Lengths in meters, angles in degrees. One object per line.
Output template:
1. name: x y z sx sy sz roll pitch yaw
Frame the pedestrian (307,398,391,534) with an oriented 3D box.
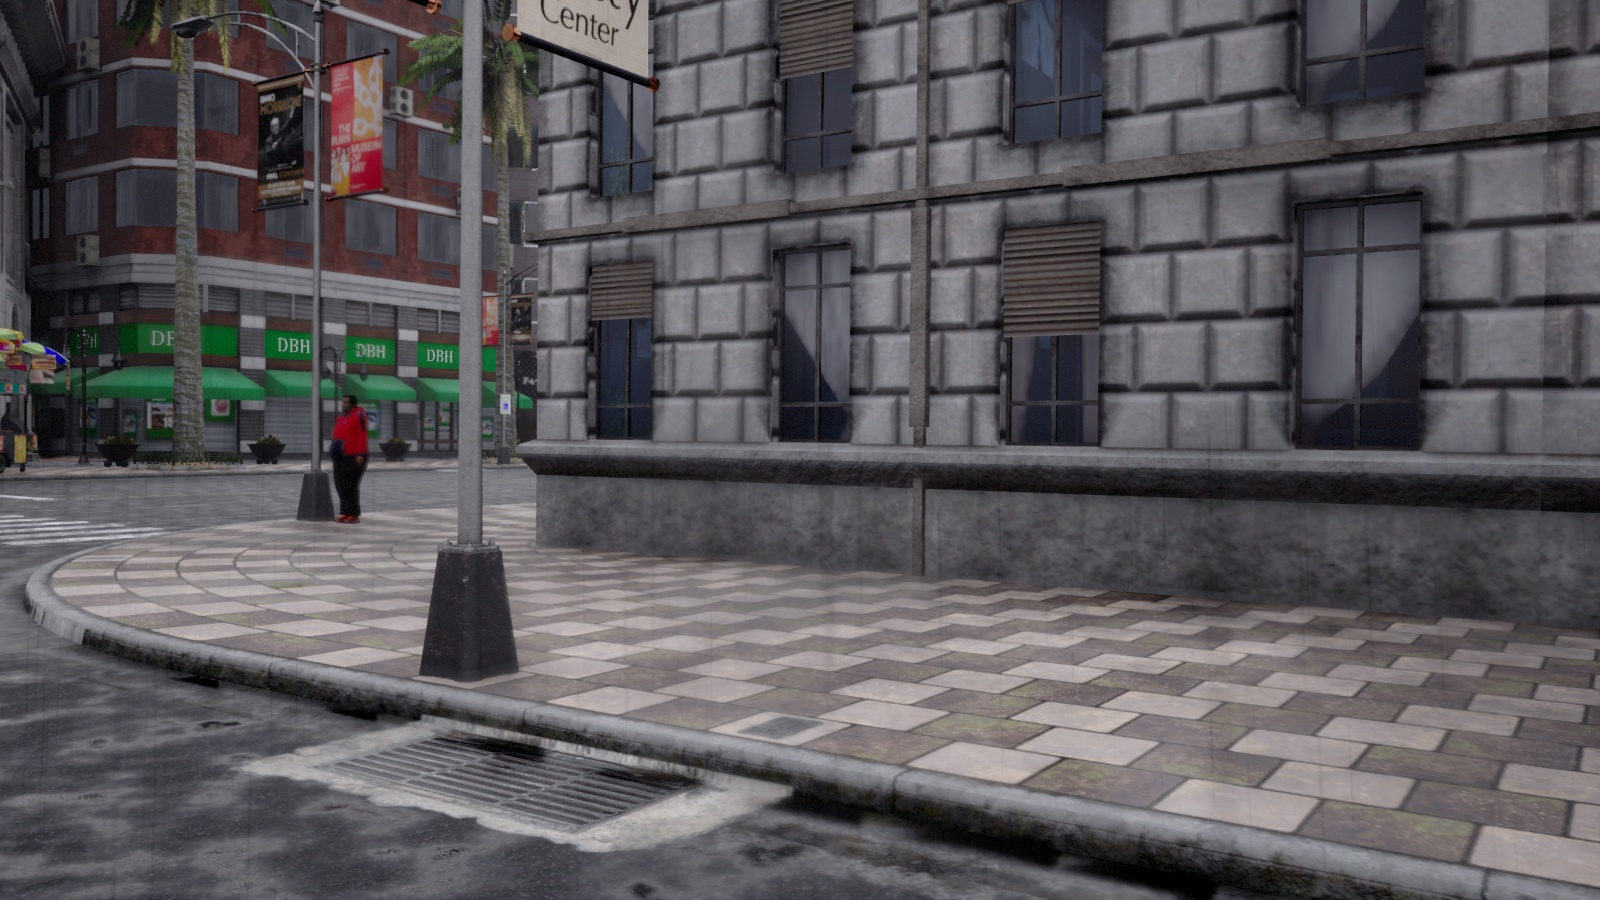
1. pedestrian: -6.311 0.205 17.586 0.634 1.844 0.899 0 1 43
